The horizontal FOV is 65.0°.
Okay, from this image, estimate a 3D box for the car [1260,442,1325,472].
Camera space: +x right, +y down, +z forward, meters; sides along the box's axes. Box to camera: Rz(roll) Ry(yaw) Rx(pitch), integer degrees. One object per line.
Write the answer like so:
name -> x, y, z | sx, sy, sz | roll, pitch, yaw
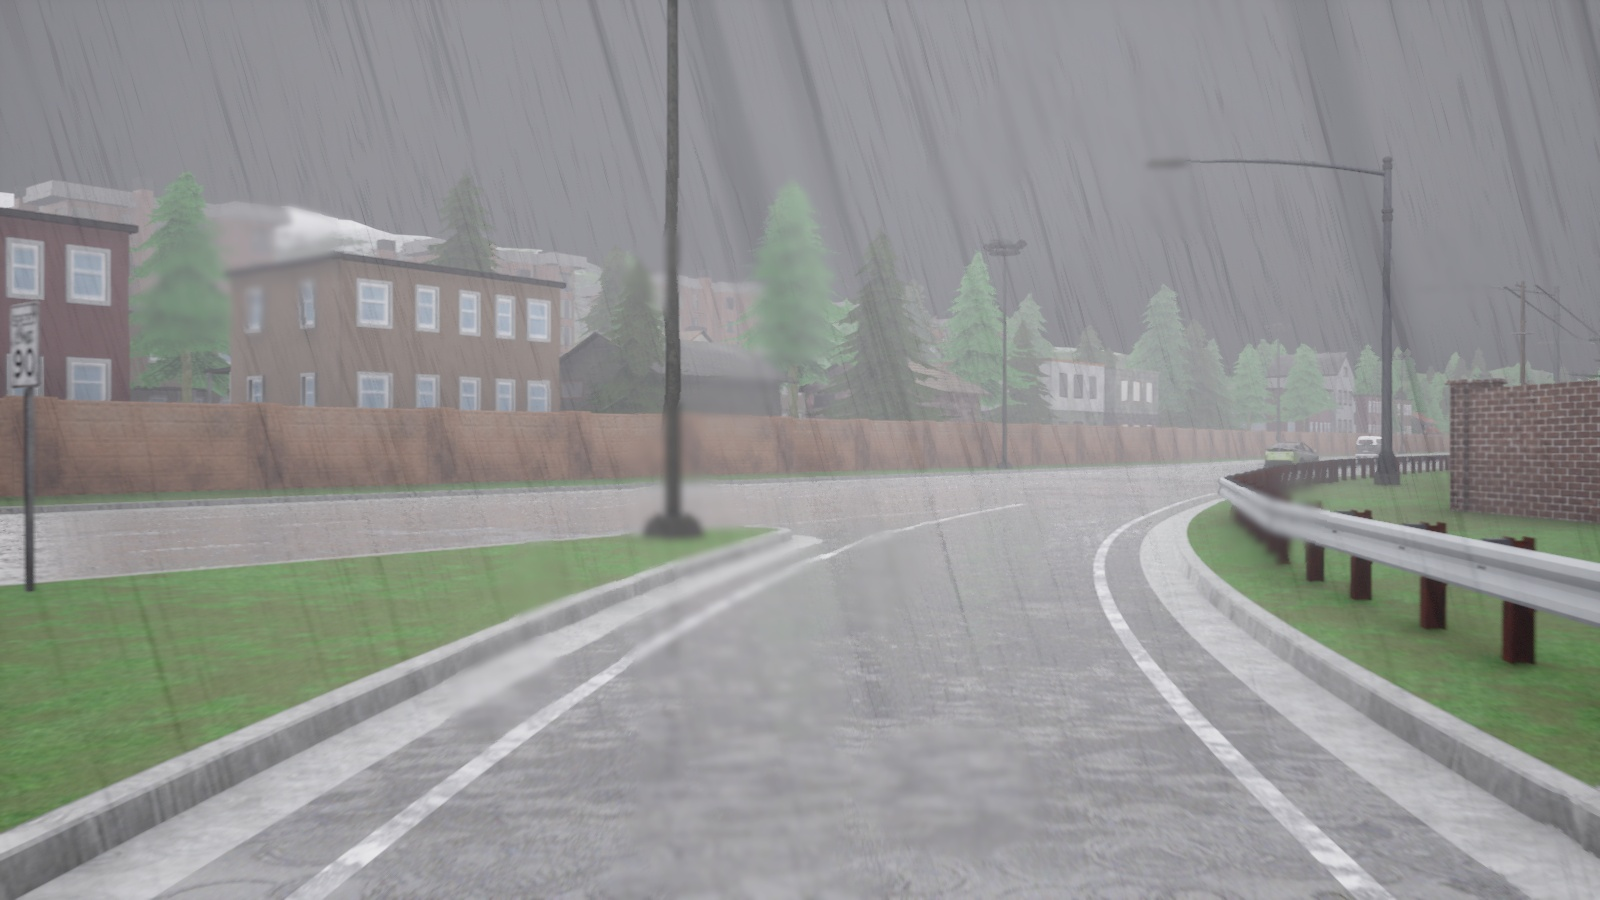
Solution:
car -> 25.874, 0.348, 65.869 | 2.007, 1.525, 4.514 | 0, 0, 37
